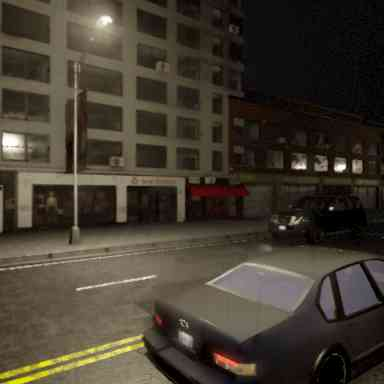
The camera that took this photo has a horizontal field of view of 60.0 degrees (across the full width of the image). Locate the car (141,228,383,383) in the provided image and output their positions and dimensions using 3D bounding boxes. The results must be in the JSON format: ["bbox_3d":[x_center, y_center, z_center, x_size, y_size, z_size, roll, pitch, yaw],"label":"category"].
[{"bbox_3d":[1.975,1.541,4.847,5.357,1.411,2.033,0,0,-36],"label":"car"}]

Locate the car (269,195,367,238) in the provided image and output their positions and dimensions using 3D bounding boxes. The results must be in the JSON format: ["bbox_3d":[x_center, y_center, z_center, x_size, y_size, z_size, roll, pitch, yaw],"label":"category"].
[{"bbox_3d":[6.141,1.189,15.918,5.566,2.045,2.150,0,0,-35],"label":"car"}]
